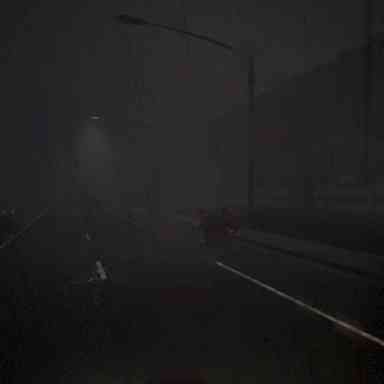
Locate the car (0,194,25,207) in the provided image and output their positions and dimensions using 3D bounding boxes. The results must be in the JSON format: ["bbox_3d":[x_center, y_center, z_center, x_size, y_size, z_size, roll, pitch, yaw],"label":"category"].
[{"bbox_3d":[-26.120,1.383,48.091,2.128,1.511,4.902,0,0,-20],"label":"car"}]

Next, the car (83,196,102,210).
[{"bbox_3d":[-12.003,1.437,40.531,1.812,1.442,4.674,0,0,-20],"label":"car"}]

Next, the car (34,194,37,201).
[{"bbox_3d":[-35.263,1.147,73.159,1.837,1.490,4.892,0,1,-20],"label":"car"}]

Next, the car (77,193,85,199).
[{"bbox_3d":[-27.512,0.993,82.520,1.882,1.535,5.008,0,1,-20],"label":"car"}]

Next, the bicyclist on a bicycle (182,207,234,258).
[{"bbox_3d":[0.480,1.405,11.224,1.656,1.620,0.582,-1,-10,12],"label":"bicyclist on a bicycle"}]

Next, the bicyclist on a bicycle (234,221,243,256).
[{"bbox_3d":[1.096,1.335,11.574,1.656,1.620,0.582,12,-19,21],"label":"bicyclist on a bicycle"}]

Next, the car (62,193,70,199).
[{"bbox_3d":[-31.294,1.034,82.670,1.994,1.385,4.181,0,1,-20],"label":"car"}]

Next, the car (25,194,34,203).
[{"bbox_3d":[-31.190,1.418,62.047,1.895,1.301,4.718,0,1,-20],"label":"car"}]
